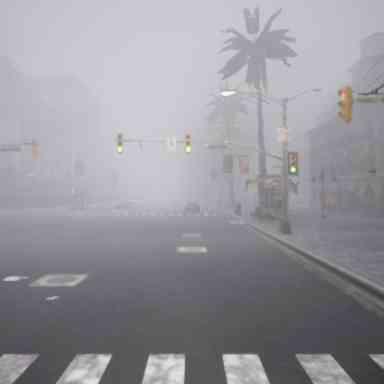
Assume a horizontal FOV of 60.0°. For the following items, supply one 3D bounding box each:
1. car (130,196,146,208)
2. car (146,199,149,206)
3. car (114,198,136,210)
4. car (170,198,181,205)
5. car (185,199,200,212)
[{"bbox_3d":[-10.537,1.814,61.478,2.150,2.045,5.566,0,-1,0],"label":"car"},{"bbox_3d":[-10.530,2.171,71.927,1.882,1.535,5.008,0,-1,0],"label":"car"},{"bbox_3d":[-10.561,2.041,51.227,2.033,1.411,5.357,0,-1,1],"label":"car"},{"bbox_3d":[-3.593,2.301,77.592,1.994,1.385,4.181,0,-1,-4],"label":"car"},{"bbox_3d":[0.044,2.005,45.600,1.994,1.385,4.181,0,-1,0],"label":"car"}]
